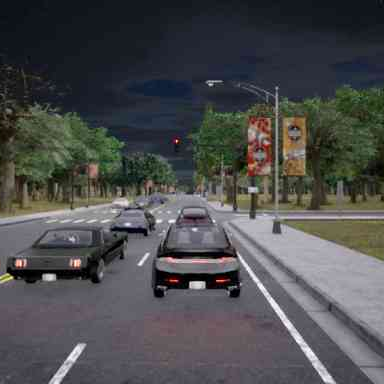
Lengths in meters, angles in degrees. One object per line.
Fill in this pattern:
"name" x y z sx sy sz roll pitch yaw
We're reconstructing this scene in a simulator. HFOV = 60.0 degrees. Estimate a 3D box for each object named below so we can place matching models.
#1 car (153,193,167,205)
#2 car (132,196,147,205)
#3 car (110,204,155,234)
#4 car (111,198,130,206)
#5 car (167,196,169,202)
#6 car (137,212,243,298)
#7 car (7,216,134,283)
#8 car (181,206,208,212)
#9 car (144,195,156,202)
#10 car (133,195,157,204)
"car" -6.443 1.256 61.907 2.150 2.045 5.566 0 0 1
"car" -9.695 1.524 61.730 2.128 1.511 4.902 0 0 1
"car" -3.137 1.566 18.334 1.994 1.385 4.181 0 0 0
"car" -9.763 1.543 45.680 1.812 1.442 4.674 0 0 0
"car" -6.357 1.634 77.541 1.895 1.301 4.718 0 0 0
"car" 0.107 1.491 8.513 2.128 1.511 4.902 0 0 0
"car" -3.139 1.600 9.578 1.895 1.301 4.718 0 0 0
"car" 0.115 1.506 17.932 1.837 1.490 4.892 0 0 0
"car" -9.608 1.565 76.911 2.128 1.511 4.902 0 0 0
"car" -6.510 1.509 45.538 2.128 1.511 4.902 0 0 0
